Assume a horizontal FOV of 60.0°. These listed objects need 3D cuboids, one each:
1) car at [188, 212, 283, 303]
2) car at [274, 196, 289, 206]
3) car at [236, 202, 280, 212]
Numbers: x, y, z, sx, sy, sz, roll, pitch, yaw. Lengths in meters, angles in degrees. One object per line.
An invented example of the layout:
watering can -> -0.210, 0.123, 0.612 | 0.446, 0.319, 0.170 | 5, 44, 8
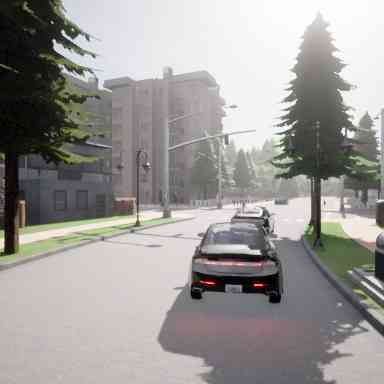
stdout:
car -> 1.104, 1.492, 8.277 | 2.128, 1.511, 4.902 | 0, 0, 9
car -> 15.496, 1.512, 57.499 | 1.882, 1.535, 5.008 | 0, 0, 24
car -> 3.230, 1.492, 17.384 | 2.128, 1.511, 4.902 | 0, 0, 18
